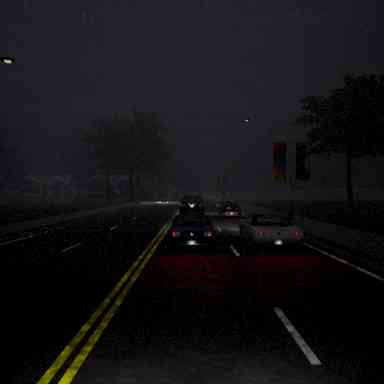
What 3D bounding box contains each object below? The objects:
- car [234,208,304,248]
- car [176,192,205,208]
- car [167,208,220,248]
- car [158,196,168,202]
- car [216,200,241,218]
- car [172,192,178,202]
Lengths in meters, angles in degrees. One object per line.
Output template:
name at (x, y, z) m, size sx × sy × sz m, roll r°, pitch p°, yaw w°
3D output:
car at (3.250, 1.606, 14.681) m, size 1.895 × 1.301 × 4.718 m, roll 0°, pitch 0°, yaw 0°
car at (0.000, 1.236, 29.683) m, size 2.150 × 2.045 × 5.566 m, roll 0°, pitch 0°, yaw 0°
car at (0.000, 1.607, 14.682) m, size 1.895 × 1.301 × 4.718 m, roll 0°, pitch 0°, yaw 0°
car at (-6.500, 1.478, 74.931) m, size 1.895 × 1.301 × 4.718 m, roll 0°, pitch 0°, yaw 0°
car at (3.250, 1.495, 29.654) m, size 1.837 × 1.490 × 4.892 m, roll 0°, pitch 0°, yaw 0°
car at (-3.250, 1.108, 74.931) m, size 2.150 × 2.045 × 5.566 m, roll 0°, pitch 0°, yaw 0°
